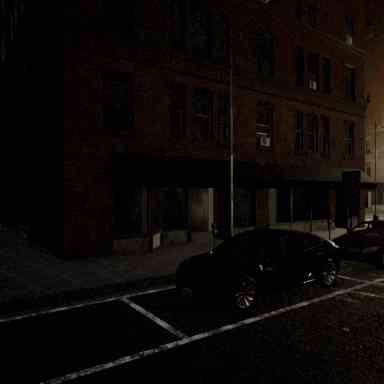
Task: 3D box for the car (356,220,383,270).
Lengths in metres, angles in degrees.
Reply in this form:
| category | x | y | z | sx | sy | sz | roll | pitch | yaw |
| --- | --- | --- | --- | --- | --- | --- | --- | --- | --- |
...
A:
| category | x | y | z | sx | sy | sz | roll | pitch | yaw |
| --- | --- | --- | --- | --- | --- | --- | --- | --- | --- |
| car | 6.173 | 1.582 | 10.894 | 4.206 | 1.307 | 1.802 | 0 | 0 | -35 |

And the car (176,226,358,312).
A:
| category | x | y | z | sx | sy | sz | roll | pitch | yaw |
| --- | --- | --- | --- | --- | --- | --- | --- | --- | --- |
| car | 1.683 | 1.566 | 7.714 | 4.313 | 1.339 | 1.947 | 0 | 0 | -35 |
